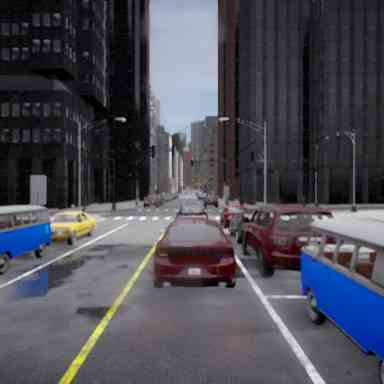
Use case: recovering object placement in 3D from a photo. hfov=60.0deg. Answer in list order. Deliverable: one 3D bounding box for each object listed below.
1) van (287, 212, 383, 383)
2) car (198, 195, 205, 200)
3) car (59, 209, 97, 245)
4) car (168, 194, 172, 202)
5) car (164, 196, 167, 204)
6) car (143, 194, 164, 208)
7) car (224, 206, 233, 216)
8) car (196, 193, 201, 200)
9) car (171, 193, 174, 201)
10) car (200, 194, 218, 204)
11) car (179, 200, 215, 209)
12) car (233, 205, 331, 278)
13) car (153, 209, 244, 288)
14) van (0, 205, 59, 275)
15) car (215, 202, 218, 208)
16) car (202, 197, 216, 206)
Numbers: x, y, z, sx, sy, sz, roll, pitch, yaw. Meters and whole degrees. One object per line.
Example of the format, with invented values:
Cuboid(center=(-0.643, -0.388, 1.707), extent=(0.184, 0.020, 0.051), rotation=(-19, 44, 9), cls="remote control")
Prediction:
Cuboid(center=(2.761, 1.336, 4.541), extent=(1.690, 1.788, 3.998), rotation=(0, 0, 0), cls="van")
Cuboid(center=(2.698, 1.579, 93.310), extent=(1.947, 1.339, 4.313), rotation=(0, 0, 0), cls="car")
Cuboid(center=(-5.776, 1.510, 15.428), extent=(1.752, 1.417, 4.829), rotation=(0, 0, 0), cls="car")
Cuboid(center=(-5.812, 1.547, 70.735), extent=(1.947, 1.339, 4.313), rotation=(0, 0, 0), cls="car")
Cuboid(center=(-5.802, 1.287, 53.806), extent=(2.192, 1.841, 5.009), rotation=(0, 0, 0), cls="car")
Cuboid(center=(-5.798, 1.287, 48.162), extent=(2.192, 1.841, 5.009), rotation=(0, 0, 0), cls="car")
Cuboid(center=(2.752, 1.536, 15.592), extent=(2.008, 1.369, 4.403), rotation=(0, 0, 0), cls="car")
Cuboid(center=(2.701, 1.549, 87.665), extent=(1.887, 1.381, 4.507), rotation=(0, 0, 0), cls="car")
Cuboid(center=(-5.816, 1.513, 76.208), extent=(1.752, 1.417, 4.829), rotation=(0, 0, 0), cls="car")
Cuboid(center=(2.727, 1.286, 48.158), extent=(2.192, 1.841, 5.009), rotation=(0, 0, 0), cls="car")
Cuboid(center=(-0.010, 1.474, 19.665), extent=(2.128, 1.511, 4.902), rotation=(0, 0, 0), cls="car")
Cuboid(center=(2.755, 1.305, 10.067), extent=(2.192, 1.841, 5.009), rotation=(0, 0, 0), cls="car")
Cuboid(center=(0.062, 1.468, 9.256), extent=(1.882, 1.535, 5.008), rotation=(0, 0, 0), cls="car")
Cuboid(center=(-5.774, 1.331, 10.073), extent=(1.690, 1.788, 3.998), rotation=(0, 0, 0), cls="van")
Cuboid(center=(2.747, 1.526, 21.118), extent=(1.887, 1.381, 4.507), rotation=(0, 0, 0), cls="car")
Cuboid(center=(2.724, 1.538, 53.802), extent=(1.947, 1.339, 4.313), rotation=(0, 0, 0), cls="car")
